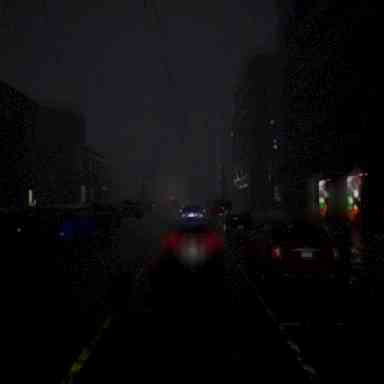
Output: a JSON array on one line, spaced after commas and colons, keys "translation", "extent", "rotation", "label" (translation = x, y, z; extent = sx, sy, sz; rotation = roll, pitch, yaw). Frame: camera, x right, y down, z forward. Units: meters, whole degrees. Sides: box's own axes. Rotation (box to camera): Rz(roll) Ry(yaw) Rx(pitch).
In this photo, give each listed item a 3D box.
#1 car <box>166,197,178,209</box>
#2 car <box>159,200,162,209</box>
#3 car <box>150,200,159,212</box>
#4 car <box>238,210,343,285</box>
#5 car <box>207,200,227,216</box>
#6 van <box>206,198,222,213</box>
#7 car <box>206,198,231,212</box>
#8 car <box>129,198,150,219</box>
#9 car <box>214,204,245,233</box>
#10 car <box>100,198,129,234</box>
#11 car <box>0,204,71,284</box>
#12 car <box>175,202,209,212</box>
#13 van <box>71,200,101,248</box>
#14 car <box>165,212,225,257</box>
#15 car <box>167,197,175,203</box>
[{"translation": [-3.069, 1.853, 52.216], "extent": [2.128, 1.511, 4.902], "rotation": [0, 0, 0], "label": "car"}, {"translation": [-5.674, 1.918, 53.033], "extent": [2.008, 1.369, 4.403], "rotation": [1, 0, 0], "label": "car"}, {"translation": [-5.672, 1.733, 42.220], "extent": [1.967, 1.590, 4.097], "rotation": [1, 0, 0], "label": "car"}, {"translation": [2.706, 1.510, 9.770], "extent": [1.967, 1.590, 4.097], "rotation": [1, 0, 0], "label": "car"}, {"translation": [2.707, 1.696, 36.804], "extent": [1.967, 1.590, 4.097], "rotation": [1, 0, 0], "label": "car"}, {"translation": [2.710, 1.634, 42.212], "extent": [1.690, 1.788, 3.998], "rotation": [1, 0, 0], "label": "van"}, {"translation": [2.709, 1.534, 31.398], "extent": [2.192, 1.841, 5.009], "rotation": [1, 0, 0], "label": "car"}, {"translation": [-5.670, 1.534, 31.406], "extent": [2.192, 1.841, 5.009], "rotation": [1, 0, 0], "label": "car"}, {"translation": [2.705, 1.695, 20.582], "extent": [2.008, 1.369, 4.403], "rotation": [1, 0, 0], "label": "car"}, {"translation": [-5.670, 1.460, 20.592], "extent": [2.192, 1.841, 5.009], "rotation": [1, 0, 0], "label": "car"}, {"translation": [-5.671, 1.385, 9.778], "extent": [2.192, 1.841, 5.009], "rotation": [1, 0, 0], "label": "car"}, {"translation": [0.040, 1.730, 26.091], "extent": [2.033, 1.411, 5.357], "rotation": [0, 0, 1], "label": "car"}, {"translation": [-5.672, 1.448, 15.185], "extent": [1.690, 1.788, 3.998], "rotation": [1, 0, 0], "label": "van"}, {"translation": [0.060, 1.695, 13.289], "extent": [1.895, 1.301, 4.718], "rotation": [0, 0, 0], "label": "car"}, {"translation": [-5.748, 2.169, 90.987], "extent": [1.887, 1.381, 4.507], "rotation": [1, 0, 0], "label": "car"}]
